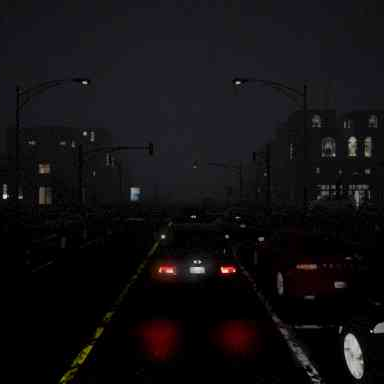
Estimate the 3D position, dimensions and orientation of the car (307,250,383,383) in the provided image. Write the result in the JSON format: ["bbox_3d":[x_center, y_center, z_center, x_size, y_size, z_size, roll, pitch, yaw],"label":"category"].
[{"bbox_3d":[2.692,1.551,2.553,2.008,1.369,4.403,0,0,0],"label":"car"}]

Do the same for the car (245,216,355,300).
[{"bbox_3d":[2.687,1.546,8.245,1.887,1.381,4.507,0,0,0],"label":"car"}]

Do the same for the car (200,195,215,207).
[{"bbox_3d":[2.643,1.572,52.019,1.947,1.339,4.313,0,0,0],"label":"car"}]

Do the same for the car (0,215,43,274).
[{"bbox_3d":[-5.693,1.441,8.254,1.967,1.590,4.097,0,0,0],"label":"car"}]

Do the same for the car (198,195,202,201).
[{"bbox_3d":[2.631,1.590,63.062,1.802,1.307,4.206,0,0,0],"label":"car"}]

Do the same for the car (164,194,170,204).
[{"bbox_3d":[-5.749,1.559,63.067,2.008,1.369,4.403,0,0,0],"label":"car"}]

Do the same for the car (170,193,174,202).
[{"bbox_3d":[-5.760,1.452,74.111,1.967,1.590,4.097,0,0,0],"label":"car"}]

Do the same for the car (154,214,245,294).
[{"bbox_3d":[0.091,1.548,8.902,2.033,1.411,5.357,0,0,0],"label":"car"}]

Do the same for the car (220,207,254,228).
[{"bbox_3d":[2.675,1.553,19.629,2.008,1.369,4.403,0,0,0],"label":"car"}]

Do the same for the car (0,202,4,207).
[{"bbox_3d":[-25.491,1.447,40.393,4.829,1.417,1.752,0,-1,1],"label":"car"}]

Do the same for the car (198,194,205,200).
[{"bbox_3d":[2.604,1.458,90.672,1.967,1.590,4.097,0,0,0],"label":"car"}]

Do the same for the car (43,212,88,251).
[{"bbox_3d":[-5.700,1.552,13.946,2.008,1.369,4.403,0,0,0],"label":"car"}]

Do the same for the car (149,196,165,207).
[{"bbox_3d":[-5.738,1.588,52.024,1.802,1.307,4.206,0,0,0],"label":"car"}]

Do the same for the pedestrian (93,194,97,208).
[{"bbox_3d":[-12.594,1.135,43.151,0.375,1.860,0.375,0,-1,1],"label":"pedestrian"}]

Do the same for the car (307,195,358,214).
[{"bbox_3d":[15.575,1.315,37.211,5.566,2.045,2.150,0,0,1],"label":"car"}]

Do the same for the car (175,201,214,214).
[{"bbox_3d":[0.081,1.507,19.426,1.837,1.490,4.892,0,0,0],"label":"car"}]
